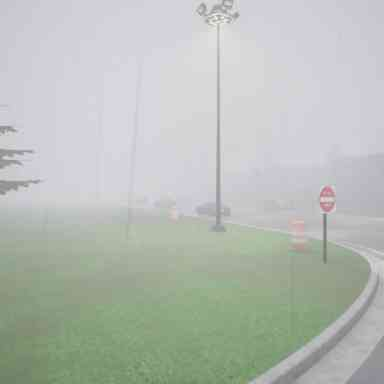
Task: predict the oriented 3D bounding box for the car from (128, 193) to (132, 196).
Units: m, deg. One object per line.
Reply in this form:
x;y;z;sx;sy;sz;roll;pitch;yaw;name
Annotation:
-11.685;1.478;71.039;1.882;1.535;5.008;0;0;-23;car

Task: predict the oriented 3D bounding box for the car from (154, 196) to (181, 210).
-3.634;1.490;43.987;2.128;1.511;4.902;0;0;-23;car

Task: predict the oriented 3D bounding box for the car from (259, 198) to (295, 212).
9.893;1.477;39.208;1.882;1.535;5.008;0;0;-23;car

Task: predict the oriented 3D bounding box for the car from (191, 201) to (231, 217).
1.900;1.561;31.259;1.994;1.385;4.181;0;0;-23;car

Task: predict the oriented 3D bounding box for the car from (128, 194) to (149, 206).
-8.588;1.492;55.386;2.128;1.511;4.902;0;0;-23;car

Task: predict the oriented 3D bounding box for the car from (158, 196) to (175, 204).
-5.043;1.526;64.538;1.812;1.442;4.674;0;0;-23;car

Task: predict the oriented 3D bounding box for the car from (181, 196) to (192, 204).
-1.608;1.505;65.416;1.837;1.490;4.892;0;0;-23;car

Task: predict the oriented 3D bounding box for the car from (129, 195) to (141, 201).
-15.072;1.595;87.609;1.895;1.301;4.718;0;0;-23;car

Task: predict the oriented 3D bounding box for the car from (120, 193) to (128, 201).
-15.820;1.225;80.552;2.150;2.045;5.566;0;0;-23;car
